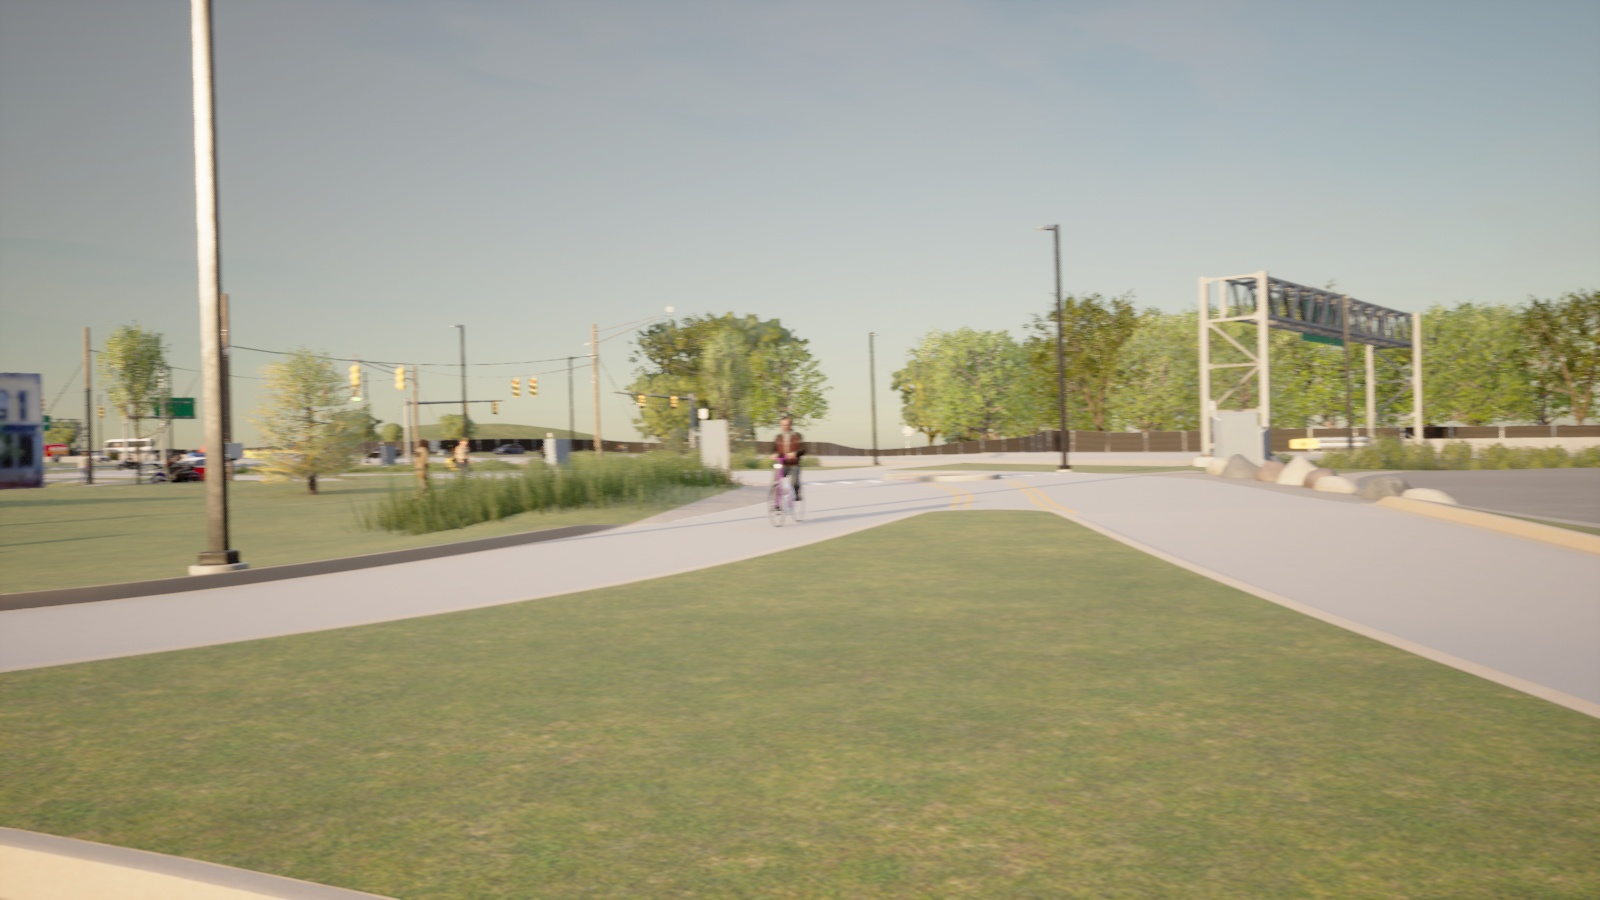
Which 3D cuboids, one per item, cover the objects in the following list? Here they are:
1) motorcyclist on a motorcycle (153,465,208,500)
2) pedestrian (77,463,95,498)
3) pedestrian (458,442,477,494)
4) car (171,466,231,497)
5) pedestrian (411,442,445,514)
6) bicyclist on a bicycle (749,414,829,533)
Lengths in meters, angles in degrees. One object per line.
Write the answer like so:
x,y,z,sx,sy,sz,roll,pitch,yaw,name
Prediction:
-29.934,1.562,60.685,2.191,1.530,0.866,-4,0,-38,motorcyclist on a motorcycle
-38.162,1.642,67.160,0.354,1.836,0.706,-3,-1,21,pedestrian
-12.004,0.662,45.342,0.594,1.836,0.345,-4,-1,45,pedestrian
-29.993,1.580,62.950,1.481,1.376,2.207,-4,0,23,car
-10.104,0.758,34.131,0.396,1.930,0.692,-4,-1,43,pedestrian
-0.149,0.344,20.109,0.659,1.776,1.843,-4,0,17,bicyclist on a bicycle
